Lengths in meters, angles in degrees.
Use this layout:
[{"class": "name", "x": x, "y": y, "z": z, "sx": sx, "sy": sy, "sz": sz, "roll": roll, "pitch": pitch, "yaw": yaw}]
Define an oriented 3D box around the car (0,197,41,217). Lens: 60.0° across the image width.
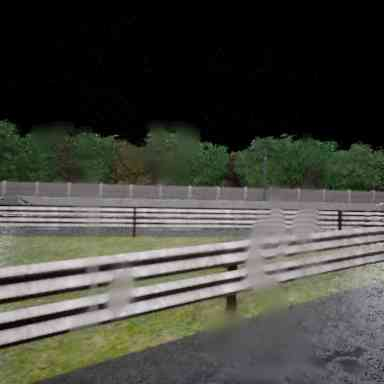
[{"class": "car", "x": -13.977, "y": 1.154, "z": 26.191, "sx": 4.674, "sy": 1.442, "sz": 1.812, "roll": 1, "pitch": -1, "yaw": -8}]
